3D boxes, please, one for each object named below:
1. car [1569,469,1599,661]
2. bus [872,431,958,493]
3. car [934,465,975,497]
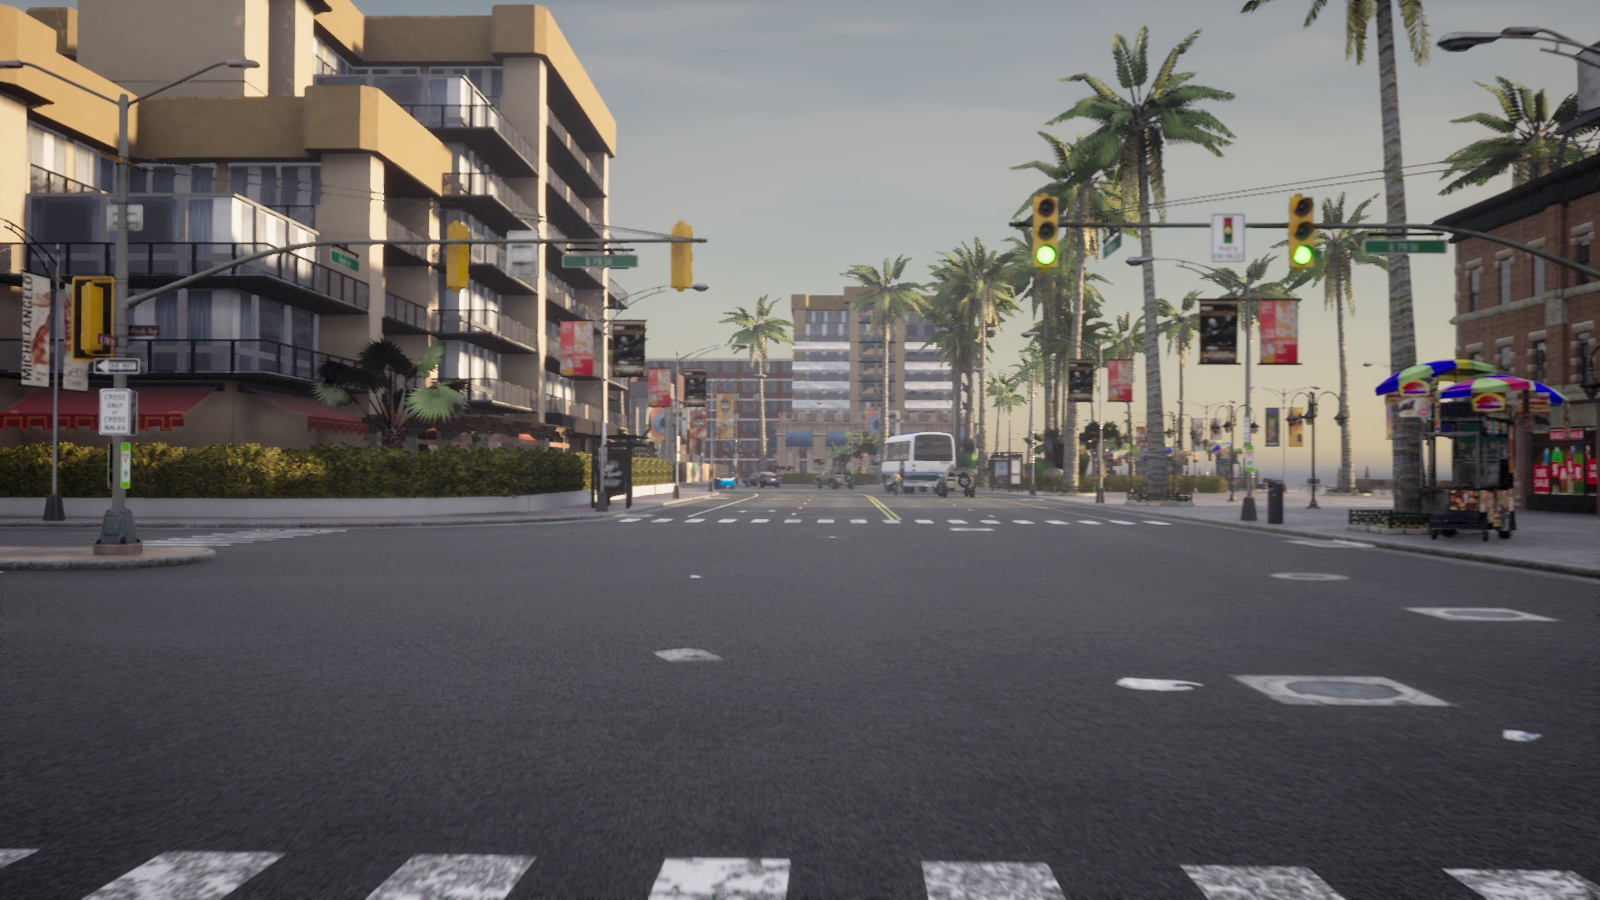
[{"bbox_3d":[7.312,0.870,7.828,2.128,1.511,4.902,0,-1,2],"label":"car"},{"bbox_3d":[8.242,0.938,91.754,3.944,4.253,10.273,0,-1,-8],"label":"bus"},{"bbox_3d":[9.405,1.874,76.731,1.932,1.855,4.605,0,-1,1],"label":"car"}]
